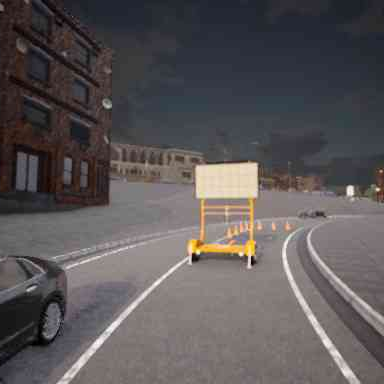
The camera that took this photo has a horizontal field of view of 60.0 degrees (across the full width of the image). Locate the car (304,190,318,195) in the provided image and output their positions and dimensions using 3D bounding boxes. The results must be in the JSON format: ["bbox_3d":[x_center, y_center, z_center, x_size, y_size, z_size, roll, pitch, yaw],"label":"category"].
[{"bbox_3d":[27.633,0.402,81.046,4.892,1.521,2.231,4,-6,-37],"label":"car"}]

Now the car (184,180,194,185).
[{"bbox_3d":[0.232,-1.357,62.261,4.892,1.521,2.231,3,-6,-30],"label":"car"}]

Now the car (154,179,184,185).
[{"bbox_3d":[-4.529,-1.596,59.478,4.892,1.521,2.231,3,-6,-30],"label":"car"}]

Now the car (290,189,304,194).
[{"bbox_3d":[23.337,0.131,77.749,4.674,1.452,2.002,4,-6,-36],"label":"car"}]

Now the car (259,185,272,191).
[{"bbox_3d":[14.217,-0.647,71.211,4.553,1.767,2.185,4,-6,-34],"label":"car"}]

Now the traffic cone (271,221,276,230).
[{"bbox_3d":[5.977,2.446,24.366,0.340,0.580,0.340,-2,-2,18],"label":"traffic cone"}]

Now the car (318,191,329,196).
[{"bbox_3d":[32.020,0.625,84.579,4.553,1.767,2.185,5,-7,-39],"label":"car"}]

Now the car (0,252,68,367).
[{"bbox_3d":[-3.183,1.564,3.795,1.837,1.490,4.892,-1,-1,6],"label":"car"}]

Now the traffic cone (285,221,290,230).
[{"bbox_3d":[6.922,2.413,24.049,0.340,0.580,0.340,-2,-2,19],"label":"traffic cone"}]

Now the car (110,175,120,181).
[{"bbox_3d":[-13.975,-2.171,53.985,4.553,1.767,2.185,3,-6,-30],"label":"car"}]

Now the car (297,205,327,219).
[{"bbox_3d":[15.338,2.516,42.616,4.553,1.767,2.097,2,-5,-44],"label":"car"}]

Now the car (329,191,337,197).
[{"bbox_3d":[36.322,0.876,88.173,5.566,2.045,2.435,5,-7,-40],"label":"car"}]

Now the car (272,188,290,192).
[{"bbox_3d":[18.893,-0.184,74.491,4.792,1.488,2.163,4,-6,-35],"label":"car"}]

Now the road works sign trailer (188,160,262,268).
[{"bbox_3d":[1.314,0.669,12.245,2.380,3.560,2.880,-1,-1,20],"label":"road works sign trailer"}]
